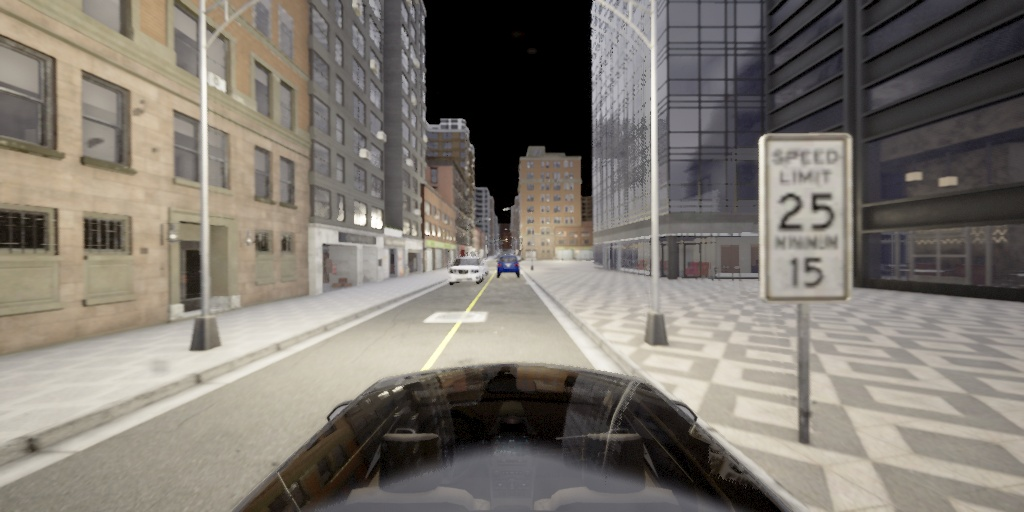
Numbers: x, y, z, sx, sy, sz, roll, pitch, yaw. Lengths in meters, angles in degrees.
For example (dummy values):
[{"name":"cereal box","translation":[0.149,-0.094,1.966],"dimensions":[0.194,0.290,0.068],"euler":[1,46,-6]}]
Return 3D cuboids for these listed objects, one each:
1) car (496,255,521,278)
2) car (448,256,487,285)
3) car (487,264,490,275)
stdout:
[{"name":"car","translation":[-0.344,0.970,34.617],"dimensions":[2.150,2.045,5.566],"euler":[0,0,0]},{"name":"car","translation":[-3.298,1.051,26.722],"dimensions":[2.150,2.045,5.566],"euler":[0,0,-1]},{"name":"car","translation":[-3.441,1.290,37.949],"dimensions":[1.812,1.442,4.674],"euler":[0,0,-1]}]
